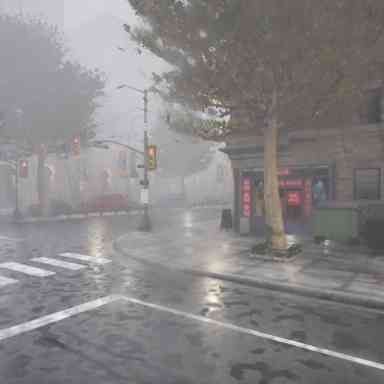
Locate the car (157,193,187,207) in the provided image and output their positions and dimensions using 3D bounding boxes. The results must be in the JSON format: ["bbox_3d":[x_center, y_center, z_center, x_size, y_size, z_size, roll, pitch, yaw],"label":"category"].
[{"bbox_3d":[-3.086,1.221,52.406,2.150,2.045,5.566,0,0,36],"label":"car"}]

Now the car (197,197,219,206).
[{"bbox_3d":[2.723,1.525,54.441,1.812,1.442,4.674,0,0,36],"label":"car"}]

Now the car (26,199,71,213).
[{"bbox_3d":[-15.253,1.526,35.535,1.812,1.442,4.674,0,0,36],"label":"car"}]

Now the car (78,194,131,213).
[{"bbox_3d":[-9.875,1.221,37.036,2.150,2.045,5.566,0,0,36],"label":"car"}]

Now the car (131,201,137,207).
[{"bbox_3d":[-10.209,1.595,47.930,1.895,1.301,4.718,0,0,36],"label":"car"}]
